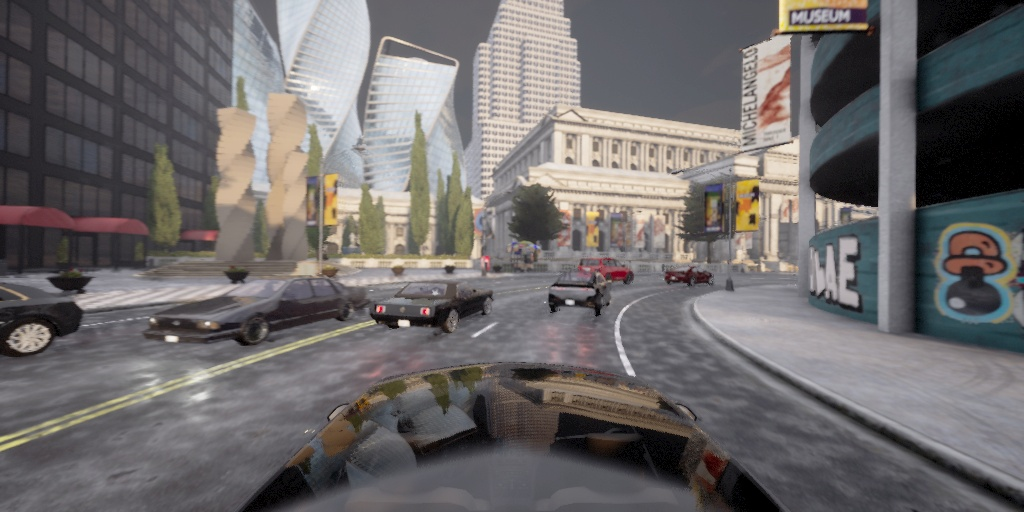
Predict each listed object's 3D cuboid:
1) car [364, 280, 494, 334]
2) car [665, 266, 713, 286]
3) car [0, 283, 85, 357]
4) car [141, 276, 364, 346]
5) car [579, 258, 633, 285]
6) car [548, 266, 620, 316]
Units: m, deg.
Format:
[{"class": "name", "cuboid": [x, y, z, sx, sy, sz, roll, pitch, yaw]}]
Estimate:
[{"class": "car", "cuboid": [-2.044, 1.361, 10.835, 1.895, 1.301, 4.718, 1, 0, 15]}, {"class": "car", "cuboid": [14.056, 1.519, 28.371, 5.008, 1.535, 1.882, 1, -1, -38]}, {"class": "car", "cuboid": [-10.158, 1.137, 5.503, 1.837, 1.490, 4.892, 0, 0, 6]}, {"class": "car", "cuboid": [-6.061, 1.250, 9.589, 2.033, 1.411, 5.357, 1, 0, 12]}, {"class": "car", "cuboid": [6.988, 1.164, 26.851, 2.150, 2.045, 5.566, 0, -1, 43]}, {"class": "car", "cuboid": [2.782, 1.328, 14.017, 2.128, 1.511, 4.902, 0, 0, 21]}]
